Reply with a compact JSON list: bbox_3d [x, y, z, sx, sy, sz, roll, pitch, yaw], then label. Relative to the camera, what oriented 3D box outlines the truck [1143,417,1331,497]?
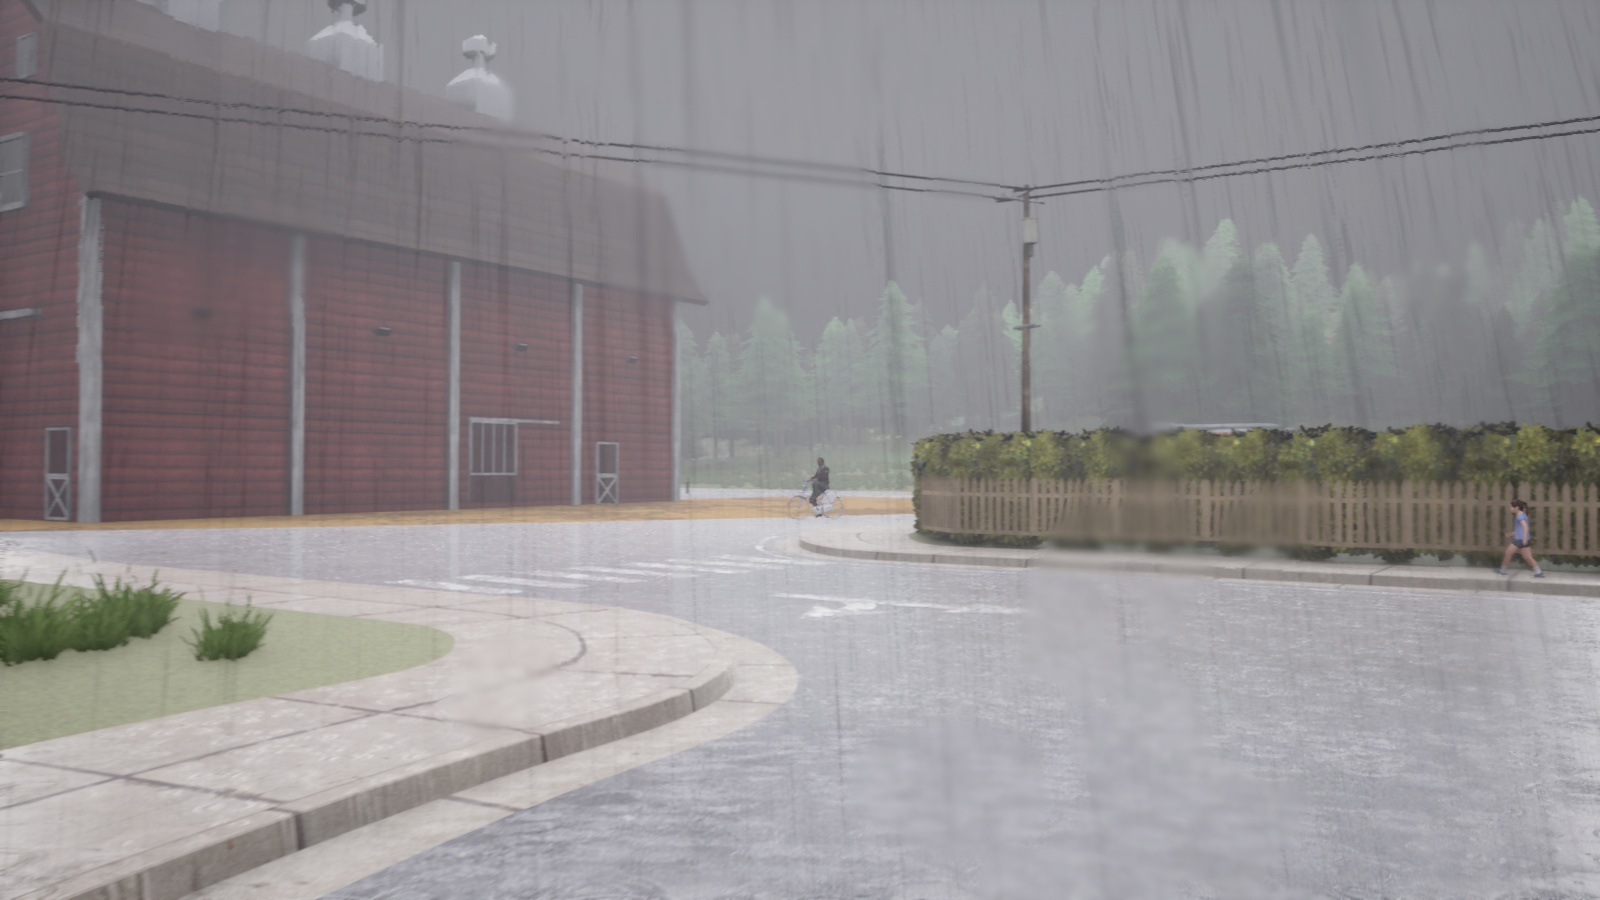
[{"bbox_3d":[22.031,0.400,63.554,8.468,3.827,2.891,-1,-1,35],"label":"truck"}]

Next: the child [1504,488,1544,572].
[{"bbox_3d":[9.750,1.073,16.910,0.255,1.110,0.394,1,-1,-44],"label":"child"}]

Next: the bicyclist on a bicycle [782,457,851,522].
[{"bbox_3d":[0.457,1.083,34.993,1.843,1.776,0.659,0,-1,-32],"label":"bicyclist on a bicycle"}]
